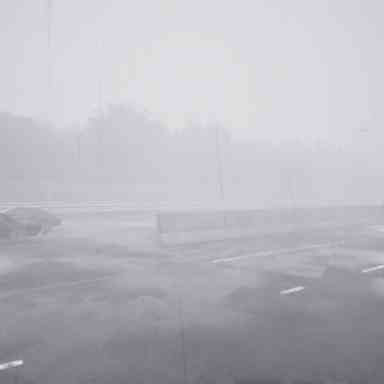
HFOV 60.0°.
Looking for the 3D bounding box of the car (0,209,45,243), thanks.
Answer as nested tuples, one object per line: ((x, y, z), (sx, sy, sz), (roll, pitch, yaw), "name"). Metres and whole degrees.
((-9.280, 1.604, 14.568), (4.718, 1.301, 1.895), (0, 0, -36), "car")

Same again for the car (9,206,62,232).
((-9.766, 1.537, 18.524), (4.674, 1.442, 1.812), (0, 0, -36), "car")
